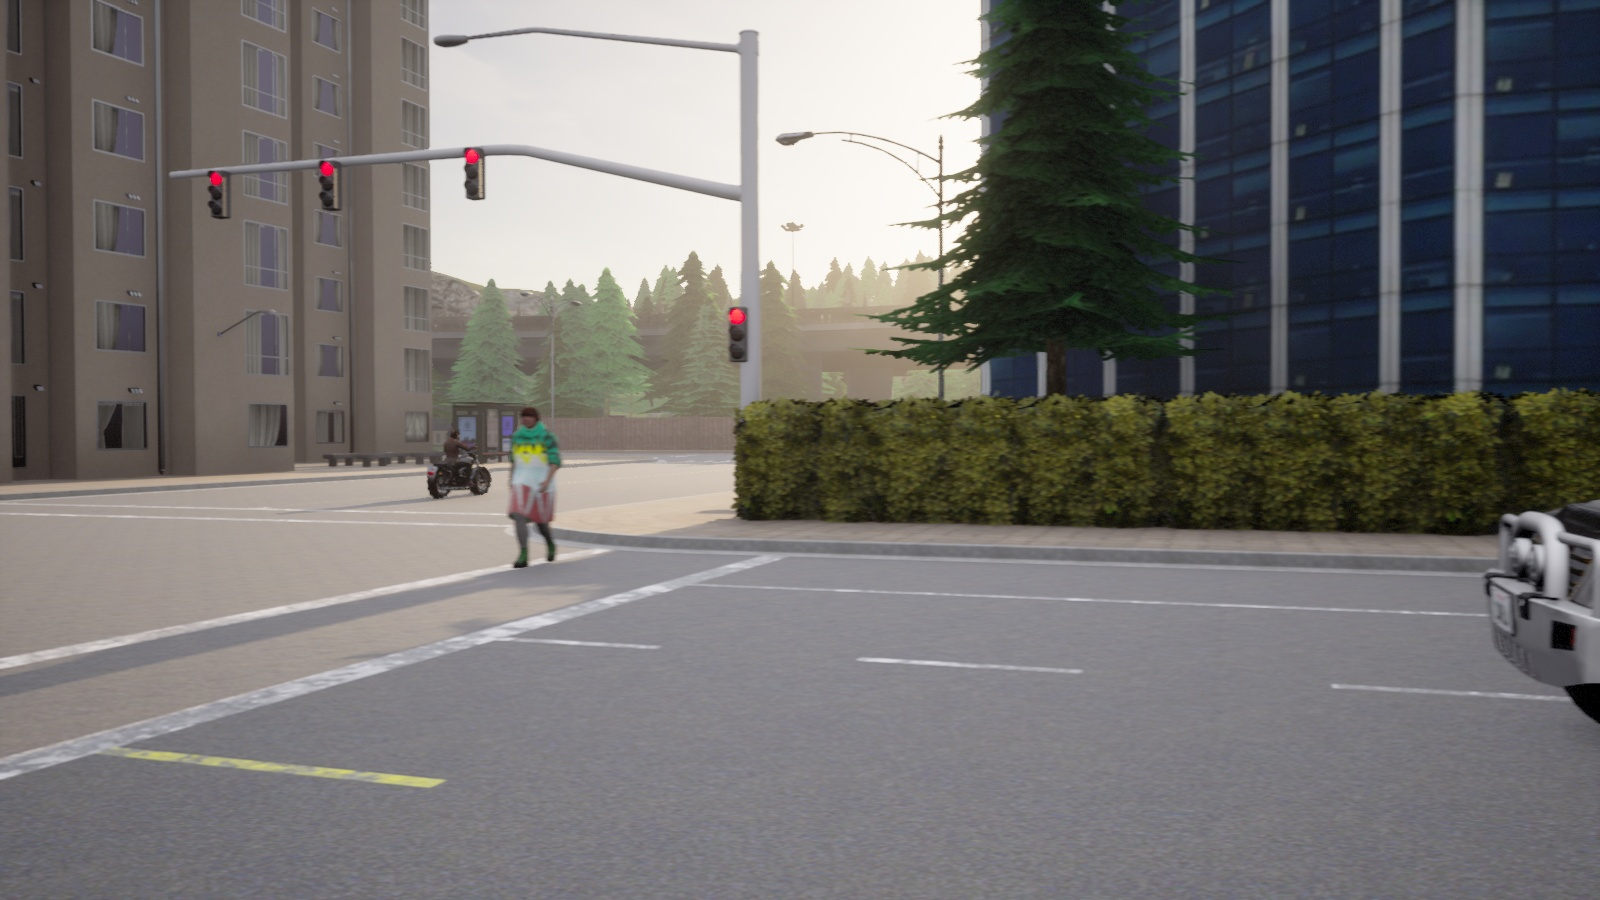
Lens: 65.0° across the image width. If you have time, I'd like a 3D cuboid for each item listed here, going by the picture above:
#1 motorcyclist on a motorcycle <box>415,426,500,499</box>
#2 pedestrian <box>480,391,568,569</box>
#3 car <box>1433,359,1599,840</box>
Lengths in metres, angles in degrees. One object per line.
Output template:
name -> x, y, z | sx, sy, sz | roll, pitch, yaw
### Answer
motorcyclist on a motorcycle -> -8.112, 0.268, 29.874 | 0.766, 1.649, 2.350 | 0, 1, 19
pedestrian -> -3.118, 0.325, 14.249 | 0.659, 1.952, 0.873 | 0, 1, 13
car -> 5.286, 0.581, 5.103 | 4.605, 1.855, 1.932 | 1, 1, 19
